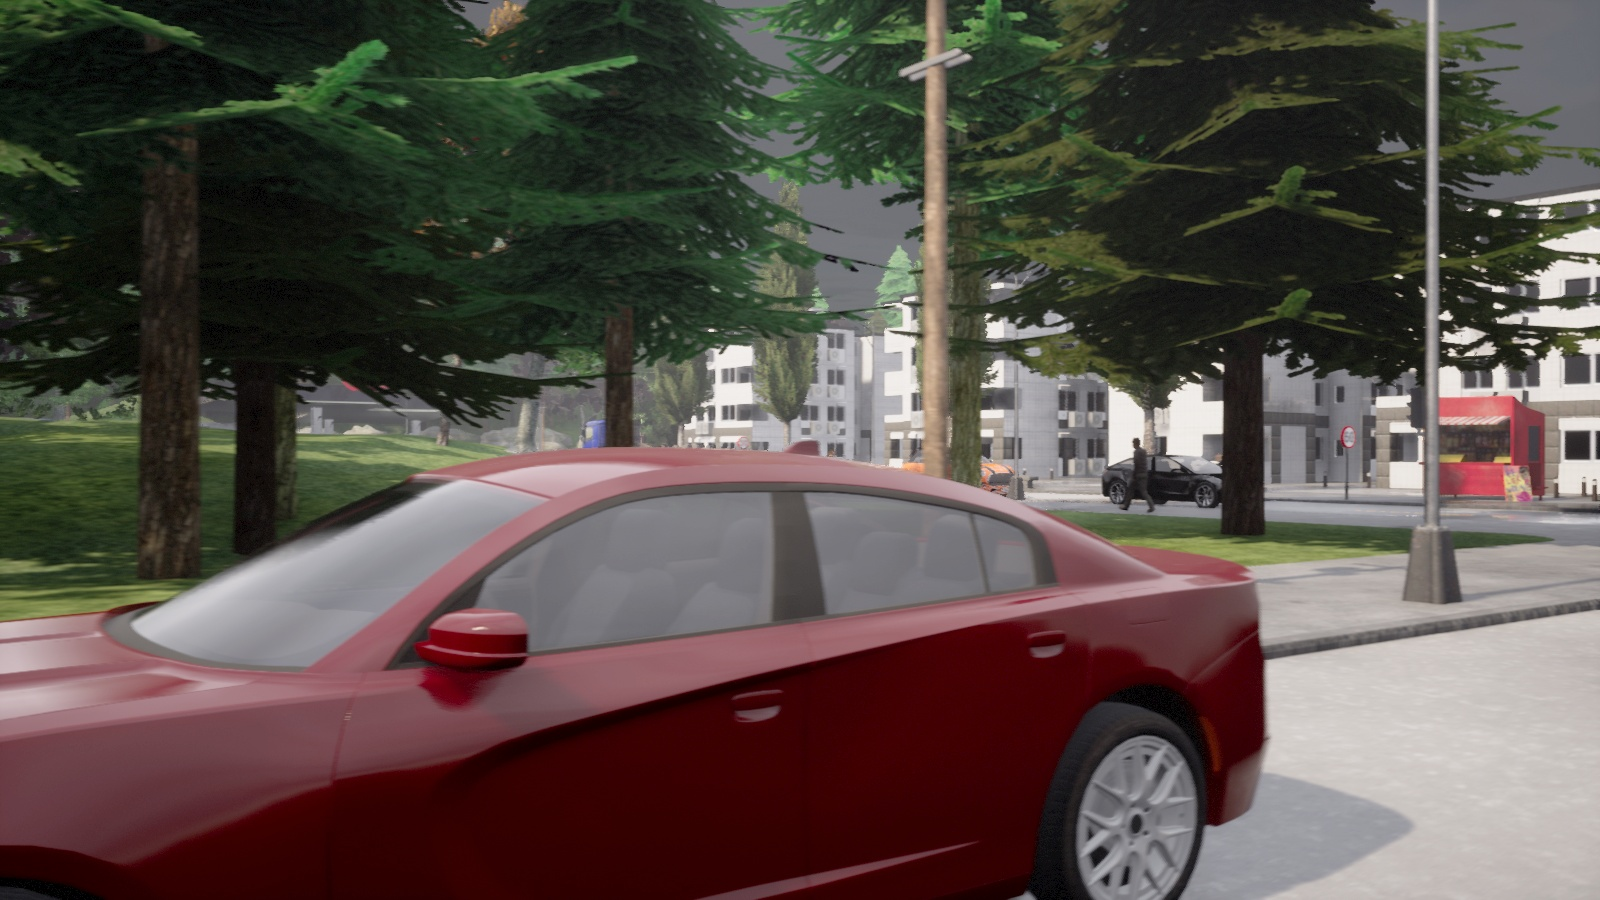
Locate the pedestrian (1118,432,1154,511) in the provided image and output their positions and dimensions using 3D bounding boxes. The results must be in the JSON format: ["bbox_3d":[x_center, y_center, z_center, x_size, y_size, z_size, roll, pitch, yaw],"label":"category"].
[{"bbox_3d":[7.911,0.510,29.612,0.431,1.840,0.703,0,0,-33],"label":"pedestrian"}]

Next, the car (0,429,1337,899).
[{"bbox_3d":[-0.696,0.733,3.784,5.008,1.535,1.882,0,0,-35],"label":"car"}]

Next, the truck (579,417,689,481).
[{"bbox_3d":[-9.518,-0.042,71.300,2.891,3.462,7.936,0,0,-35],"label":"truck"}]

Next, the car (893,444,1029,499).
[{"bbox_3d":[5.429,0.697,42.791,2.097,1.767,4.553,0,0,-34],"label":"car"}]

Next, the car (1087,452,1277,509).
[{"bbox_3d":[10.644,0.809,35.329,2.163,1.488,4.792,0,0,-34],"label":"car"}]
